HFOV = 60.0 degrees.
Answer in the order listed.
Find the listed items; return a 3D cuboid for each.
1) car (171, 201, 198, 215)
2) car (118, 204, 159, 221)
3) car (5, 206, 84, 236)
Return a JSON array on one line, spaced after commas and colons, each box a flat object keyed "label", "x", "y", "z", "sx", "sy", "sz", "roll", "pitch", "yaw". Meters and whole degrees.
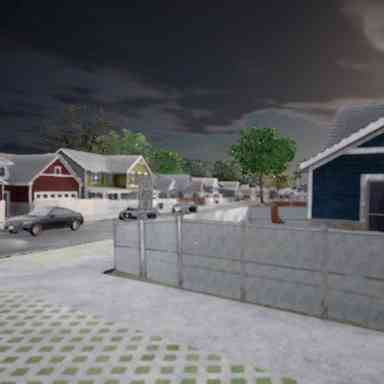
[{"label": "car", "x": -0.757, "y": 1.731, "z": 37.760, "sx": 2.128, "sy": 1.511, "sz": 4.902, "roll": 2, "pitch": 0, "yaw": 19}, {"label": "car", "x": -4.413, "y": 1.703, "z": 28.115, "sx": 1.994, "sy": 1.385, "sz": 4.181, "roll": 2, "pitch": 0, "yaw": 21}, {"label": "car", "x": -8.235, "y": 1.567, "z": 19.070, "sx": 1.812, "sy": 1.442, "sz": 4.674, "roll": 2, "pitch": 0, "yaw": 24}]
